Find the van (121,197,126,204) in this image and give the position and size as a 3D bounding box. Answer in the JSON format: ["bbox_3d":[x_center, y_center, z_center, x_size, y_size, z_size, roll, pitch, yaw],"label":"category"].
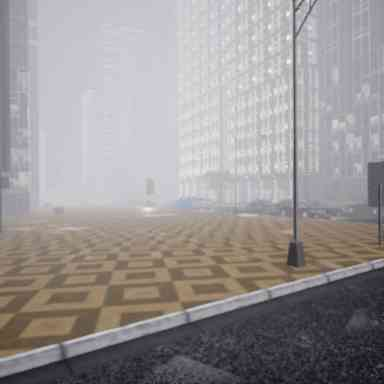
[{"bbox_3d":[-14.973,2.120,78.733,1.690,1.788,3.998,-2,0,-25],"label":"van"}]

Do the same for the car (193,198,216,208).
[{"bbox_3d":[2.060,1.786,56.234,1.837,1.490,4.892,-1,-1,-24],"label":"car"}]

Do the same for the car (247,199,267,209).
[{"bbox_3d":[9.486,1.641,46.760,1.947,1.339,4.313,-2,0,-25],"label":"car"}]

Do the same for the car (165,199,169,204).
[{"bbox_3d":[-4.985,2.186,77.247,1.802,1.307,4.206,-2,0,-25],"label":"car"}]

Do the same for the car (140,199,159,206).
[{"bbox_3d":[-7.731,2.058,63.490,2.008,1.369,4.403,-2,0,-25],"label":"car"}]

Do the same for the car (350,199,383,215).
[{"bbox_3d":[16.722,1.373,31.516,2.008,1.369,4.403,-2,0,-25],"label":"car"}]

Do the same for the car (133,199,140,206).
[{"bbox_3d":[-10.071,2.120,68.418,1.752,1.417,4.829,-2,0,-25],"label":"car"}]

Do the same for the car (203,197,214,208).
[{"bbox_3d":[1.462,1.584,50.246,2.097,1.767,4.553,-1,-1,-25],"label":"car"}]

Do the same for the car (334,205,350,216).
[{"bbox_3d":[11.053,1.443,29.983,2.033,1.411,5.357,-1,-1,-25],"label":"car"}]

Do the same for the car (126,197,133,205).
[{"bbox_3d":[-12.555,2.233,73.652,1.887,1.381,4.507,-2,0,-25],"label":"car"}]

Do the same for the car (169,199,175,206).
[{"bbox_3d":[-2.366,2.043,65.482,1.895,1.301,4.718,-1,-1,-25],"label":"car"}]

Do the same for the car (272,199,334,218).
[{"bbox_3d":[9.153,1.457,27.921,2.008,1.369,4.403,-2,0,-25],"label":"car"}]

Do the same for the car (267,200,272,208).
[{"bbox_3d":[11.898,1.556,41.679,1.947,1.339,4.313,-2,0,-25],"label":"car"}]

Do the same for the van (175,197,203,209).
[{"bbox_3d":[-0.502,1.585,48.248,1.690,1.788,3.998,-2,0,-25],"label":"van"}]

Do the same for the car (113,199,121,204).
[{"bbox_3d":[-19.790,2.507,88.894,1.887,1.381,4.507,-2,0,-25],"label":"car"}]
